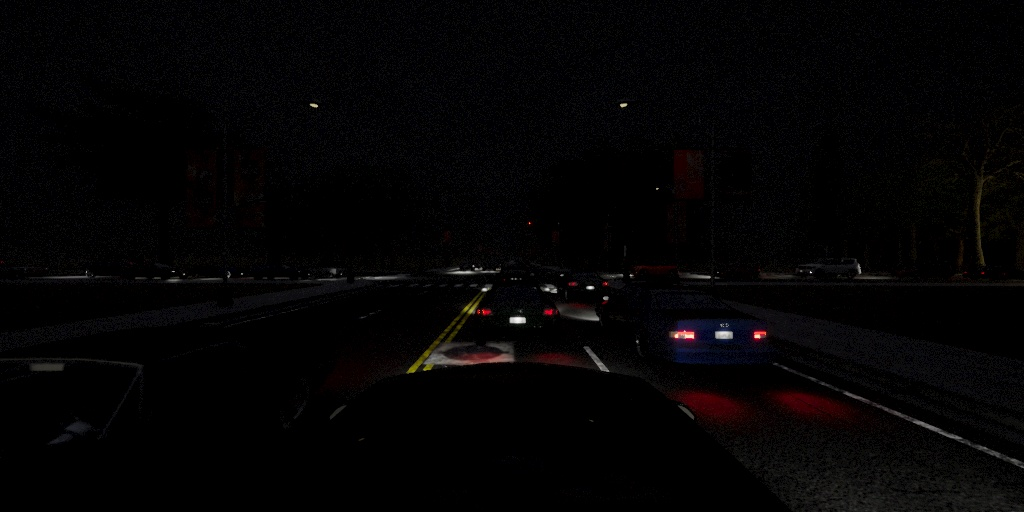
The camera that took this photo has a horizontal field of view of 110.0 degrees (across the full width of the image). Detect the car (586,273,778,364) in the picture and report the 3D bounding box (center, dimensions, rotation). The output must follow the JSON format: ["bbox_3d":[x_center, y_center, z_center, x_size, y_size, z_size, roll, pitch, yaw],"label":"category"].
[{"bbox_3d":[3.354,1.302,8.195,2.033,1.411,5.357,0,0,0],"label":"car"}]

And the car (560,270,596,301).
[{"bbox_3d":[3.358,1.339,17.438,1.994,1.385,4.181,0,0,0],"label":"car"}]

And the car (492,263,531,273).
[{"bbox_3d":[0.099,1.283,18.449,1.837,1.490,4.892,0,0,0],"label":"car"}]

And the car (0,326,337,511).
[{"bbox_3d":[-3.351,1.351,2.716,1.895,1.301,4.718,0,0,0],"label":"car"}]

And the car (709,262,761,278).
[{"bbox_3d":[23.235,1.520,37.040,4.181,1.385,1.994,0,0,-2],"label":"car"}]

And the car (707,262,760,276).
[{"bbox_3d":[24.806,1.474,40.287,4.892,1.490,1.837,0,0,-1],"label":"car"}]

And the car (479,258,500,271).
[{"bbox_3d":[-3.323,1.463,53.122,2.033,1.411,5.357,0,0,0],"label":"car"}]

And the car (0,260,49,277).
[{"bbox_3d":[-46.028,1.277,33.056,4.718,1.301,1.895,0,0,0],"label":"car"}]

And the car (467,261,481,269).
[{"bbox_3d":[-6.548,1.534,62.030,1.994,1.385,4.181,0,0,0],"label":"car"}]

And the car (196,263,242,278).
[{"bbox_3d":[-27.216,1.332,33.201,4.718,1.301,1.895,0,0,-1],"label":"car"}]

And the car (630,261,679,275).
[{"bbox_3d":[14.601,1.265,36.946,4.553,1.767,2.097,0,0,-1],"label":"car"}]

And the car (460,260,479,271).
[{"bbox_3d":[-6.572,1.407,53.110,2.128,1.511,4.902,0,0,0],"label":"car"}]

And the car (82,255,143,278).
[{"bbox_3d":[-36.177,1.054,33.123,4.553,1.767,2.097,0,0,0],"label":"car"}]

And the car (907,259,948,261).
[{"bbox_3d":[45.927,1.327,40.394,5.566,2.045,2.150,0,0,0],"label":"car"}]

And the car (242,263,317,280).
[{"bbox_3d":[-19.388,1.280,30.033,4.674,1.442,1.812,0,0,-2],"label":"car"}]

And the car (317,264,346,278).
[{"bbox_3d":[-18.075,1.365,33.286,4.718,1.301,1.895,0,0,-1],"label":"car"}]

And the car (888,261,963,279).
[{"bbox_3d":[42.660,1.567,37.146,4.902,1.511,2.128,0,0,0],"label":"car"}]

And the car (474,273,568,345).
[{"bbox_3d":[0.107,1.320,9.544,1.994,1.385,4.181,0,0,0],"label":"car"}]

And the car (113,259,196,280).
[{"bbox_3d":[-29.711,1.243,29.927,4.674,1.442,1.812,0,0,-1],"label":"car"}]

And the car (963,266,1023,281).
[{"bbox_3d":[45.908,1.642,33.747,5.357,1.411,2.033,0,0,-1],"label":"car"}]

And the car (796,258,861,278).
[{"bbox_3d":[32.677,1.230,37.096,5.566,2.045,2.150,0,0,0],"label":"car"}]
